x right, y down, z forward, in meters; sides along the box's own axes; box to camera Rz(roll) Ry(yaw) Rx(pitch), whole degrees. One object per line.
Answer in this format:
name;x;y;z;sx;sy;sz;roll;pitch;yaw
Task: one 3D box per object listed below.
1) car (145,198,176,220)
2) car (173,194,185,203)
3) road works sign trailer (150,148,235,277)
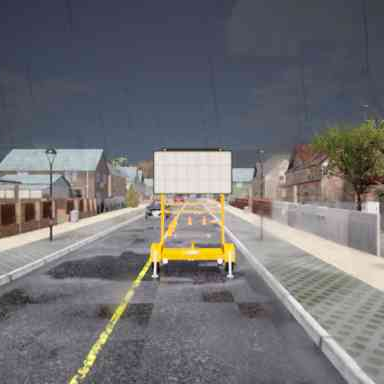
car;-2.822;1.528;28.264;2.128;1.511;4.902;0;0;0
car;-2.683;1.419;69.199;2.150;2.045;5.566;0;0;0
road works sign trailer;0.023;0.471;10.208;2.380;3.560;2.880;0;0;0
